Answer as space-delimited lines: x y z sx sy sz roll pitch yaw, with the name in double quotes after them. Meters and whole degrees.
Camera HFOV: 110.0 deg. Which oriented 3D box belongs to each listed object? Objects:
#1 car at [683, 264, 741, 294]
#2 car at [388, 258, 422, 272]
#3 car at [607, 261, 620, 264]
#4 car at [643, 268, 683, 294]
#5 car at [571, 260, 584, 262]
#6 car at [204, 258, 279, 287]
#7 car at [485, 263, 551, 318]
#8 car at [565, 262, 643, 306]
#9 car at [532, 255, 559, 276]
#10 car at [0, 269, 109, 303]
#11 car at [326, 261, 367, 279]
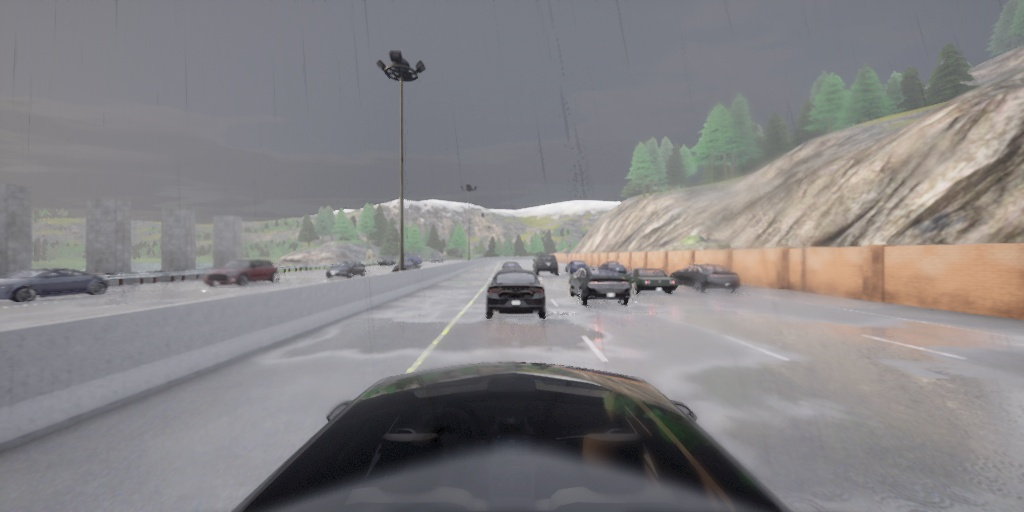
10.599 1.198 20.107 2.128 1.511 4.902 0 0 0 "car"
-10.882 1.196 37.547 2.033 1.411 5.357 0 0 -1 "car"
10.314 1.224 37.088 1.994 1.385 4.181 0 0 -1 "car"
7.107 1.307 19.558 1.895 1.301 4.718 0 0 0 "car"
6.790 1.183 37.568 1.812 1.442 4.674 0 0 -1 "car"
-17.633 1.033 23.637 2.097 1.767 4.553 0 0 -1 "car"
0.121 1.198 12.918 1.882 1.535 5.008 0 0 0 "car"
3.620 1.206 15.557 2.128 1.511 4.902 0 0 0 "car"
3.334 0.880 36.198 2.150 2.045 5.566 0 0 -1 "car"
-21.086 1.264 16.072 1.994 1.385 4.181 0 0 0 "car"
-14.252 1.156 31.018 2.128 1.511 4.902 0 0 -1 "car"
